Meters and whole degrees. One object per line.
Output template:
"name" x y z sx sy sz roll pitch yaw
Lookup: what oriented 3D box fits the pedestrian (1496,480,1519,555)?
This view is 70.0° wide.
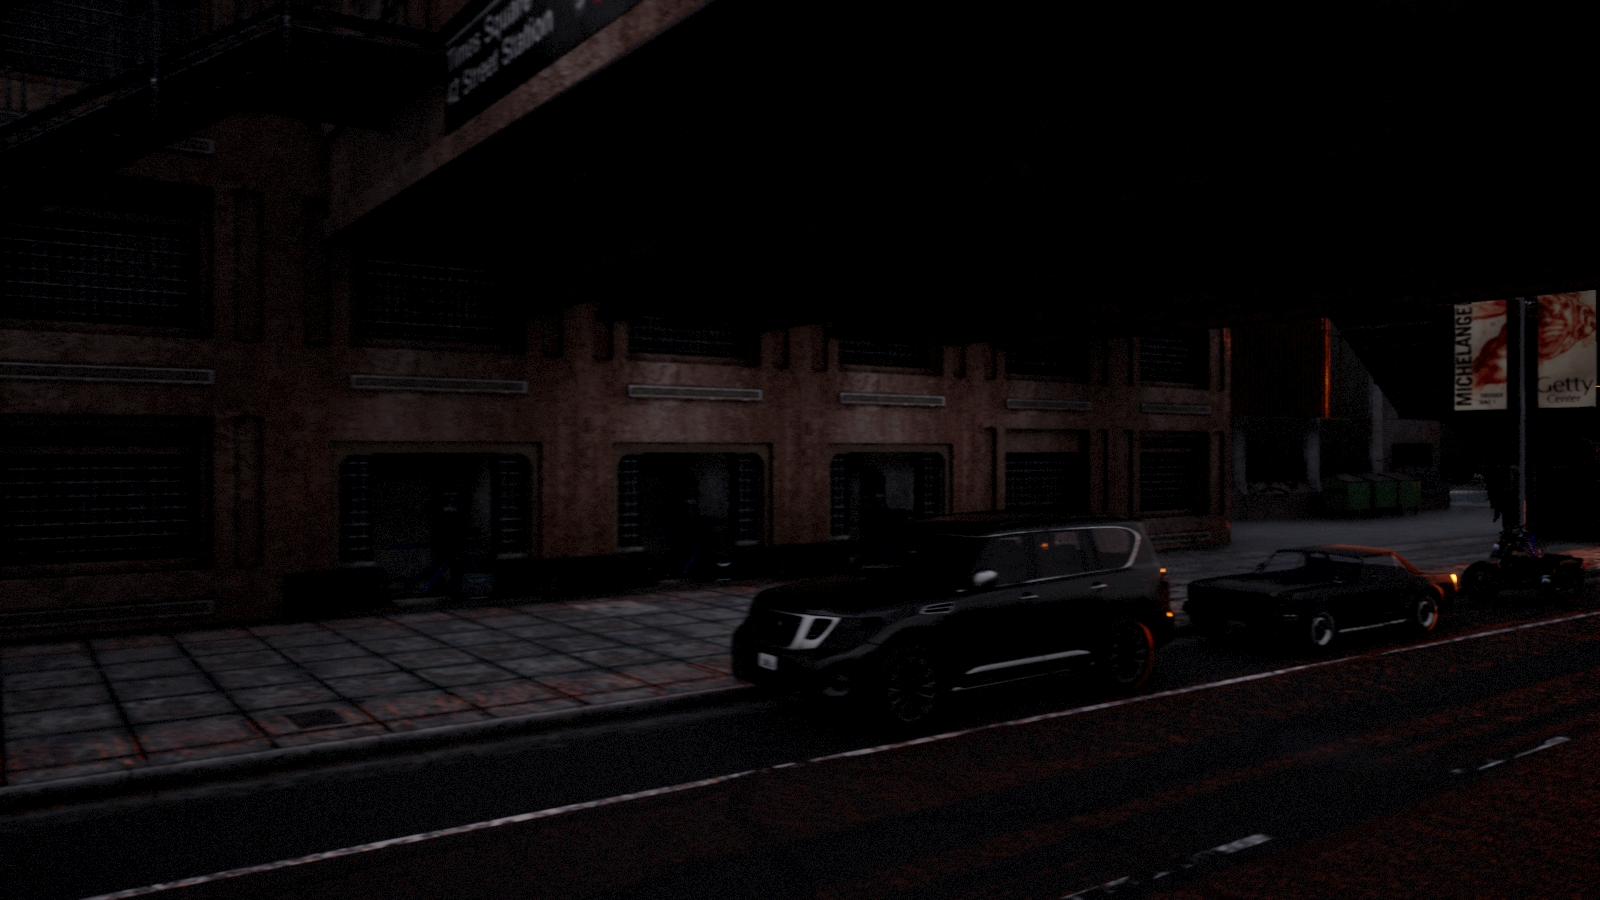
"pedestrian" 17.886 1.697 28.884 0.375 1.860 0.375 0 0 -29
